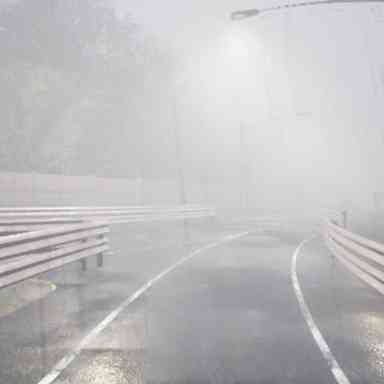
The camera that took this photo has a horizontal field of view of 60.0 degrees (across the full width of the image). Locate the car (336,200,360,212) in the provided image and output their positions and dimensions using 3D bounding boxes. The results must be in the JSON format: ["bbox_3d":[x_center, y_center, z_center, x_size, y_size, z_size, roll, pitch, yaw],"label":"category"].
[{"bbox_3d":[23.956,2.118,50.935,2.097,1.767,4.553,2,0,31],"label":"car"}]

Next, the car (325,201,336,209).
[{"bbox_3d":[25.489,2.341,60.399,1.812,1.442,4.674,1,0,31],"label":"car"}]
